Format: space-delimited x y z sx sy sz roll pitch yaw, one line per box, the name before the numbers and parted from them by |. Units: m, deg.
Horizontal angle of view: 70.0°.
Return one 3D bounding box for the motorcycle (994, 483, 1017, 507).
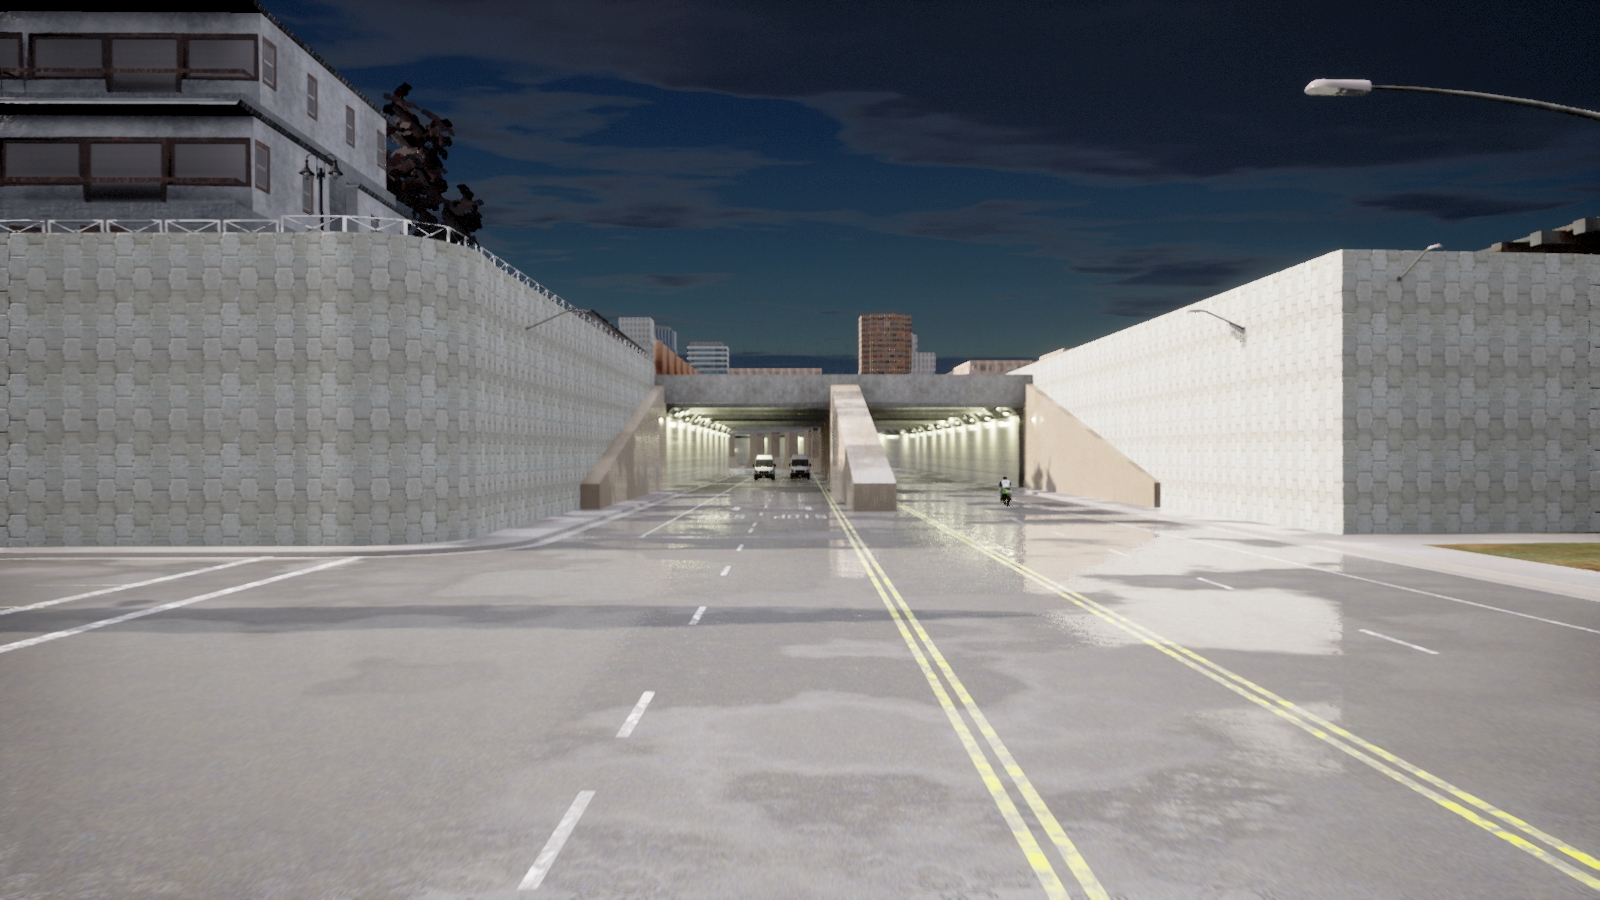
motorcycle | 10.486 2.279 58.464 0.803 1.145 2.033 0 0 0
